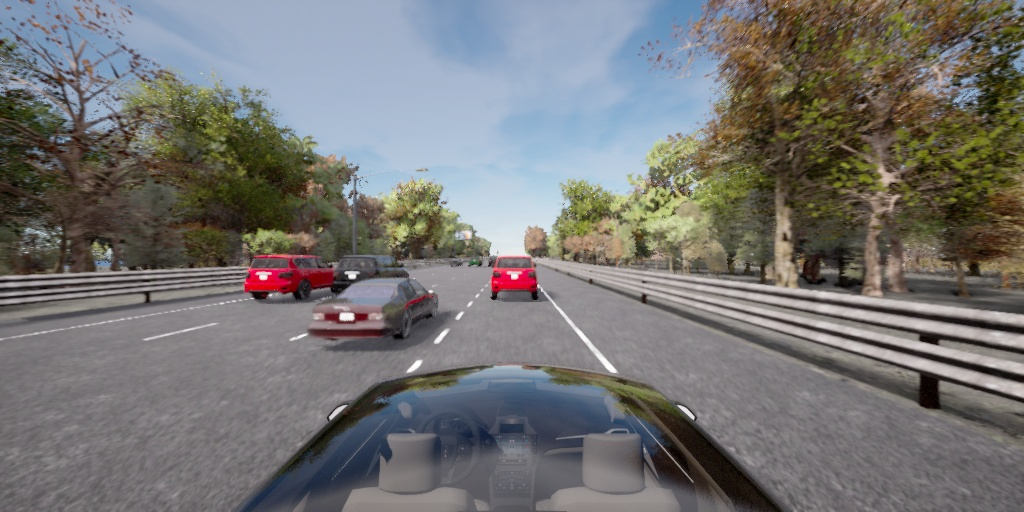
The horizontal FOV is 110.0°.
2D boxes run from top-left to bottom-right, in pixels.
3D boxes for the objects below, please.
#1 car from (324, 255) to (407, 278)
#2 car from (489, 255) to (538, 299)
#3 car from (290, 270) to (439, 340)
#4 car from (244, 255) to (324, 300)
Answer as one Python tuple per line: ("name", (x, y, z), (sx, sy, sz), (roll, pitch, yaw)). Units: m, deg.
("car", (-6.888, 0.972, 18.152), (2.150, 2.045, 5.566), (0, 0, 0))
("car", (0.113, 0.970, 18.173), (2.150, 2.045, 5.566), (0, 0, 0))
("car", (-3.407, 1.297, 9.912), (2.033, 1.411, 5.357), (0, 0, 0))
("car", (-10.387, 0.972, 17.671), (2.150, 2.045, 5.566), (0, 0, 0))
